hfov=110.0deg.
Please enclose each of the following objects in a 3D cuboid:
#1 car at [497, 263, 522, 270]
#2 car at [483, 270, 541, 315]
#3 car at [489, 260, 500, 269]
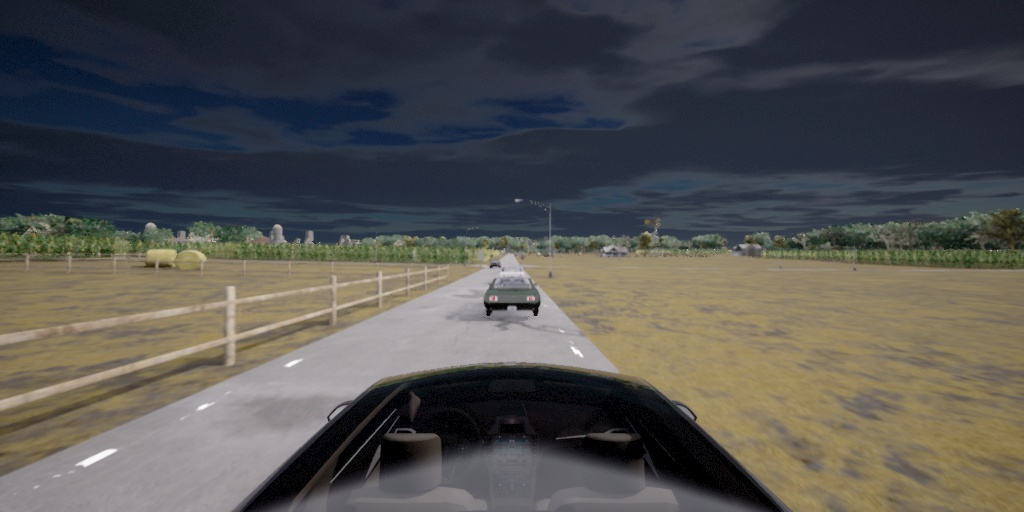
[{"bbox_3d":[0.012,1.458,28.708,1.895,1.301,4.718,0,0,0],"label":"car"},{"bbox_3d":[0.026,1.403,13.709,1.895,1.301,4.718,0,0,0],"label":"car"},{"bbox_3d":[-2.822,1.414,61.263,2.033,1.411,5.357,0,0,0],"label":"car"}]
